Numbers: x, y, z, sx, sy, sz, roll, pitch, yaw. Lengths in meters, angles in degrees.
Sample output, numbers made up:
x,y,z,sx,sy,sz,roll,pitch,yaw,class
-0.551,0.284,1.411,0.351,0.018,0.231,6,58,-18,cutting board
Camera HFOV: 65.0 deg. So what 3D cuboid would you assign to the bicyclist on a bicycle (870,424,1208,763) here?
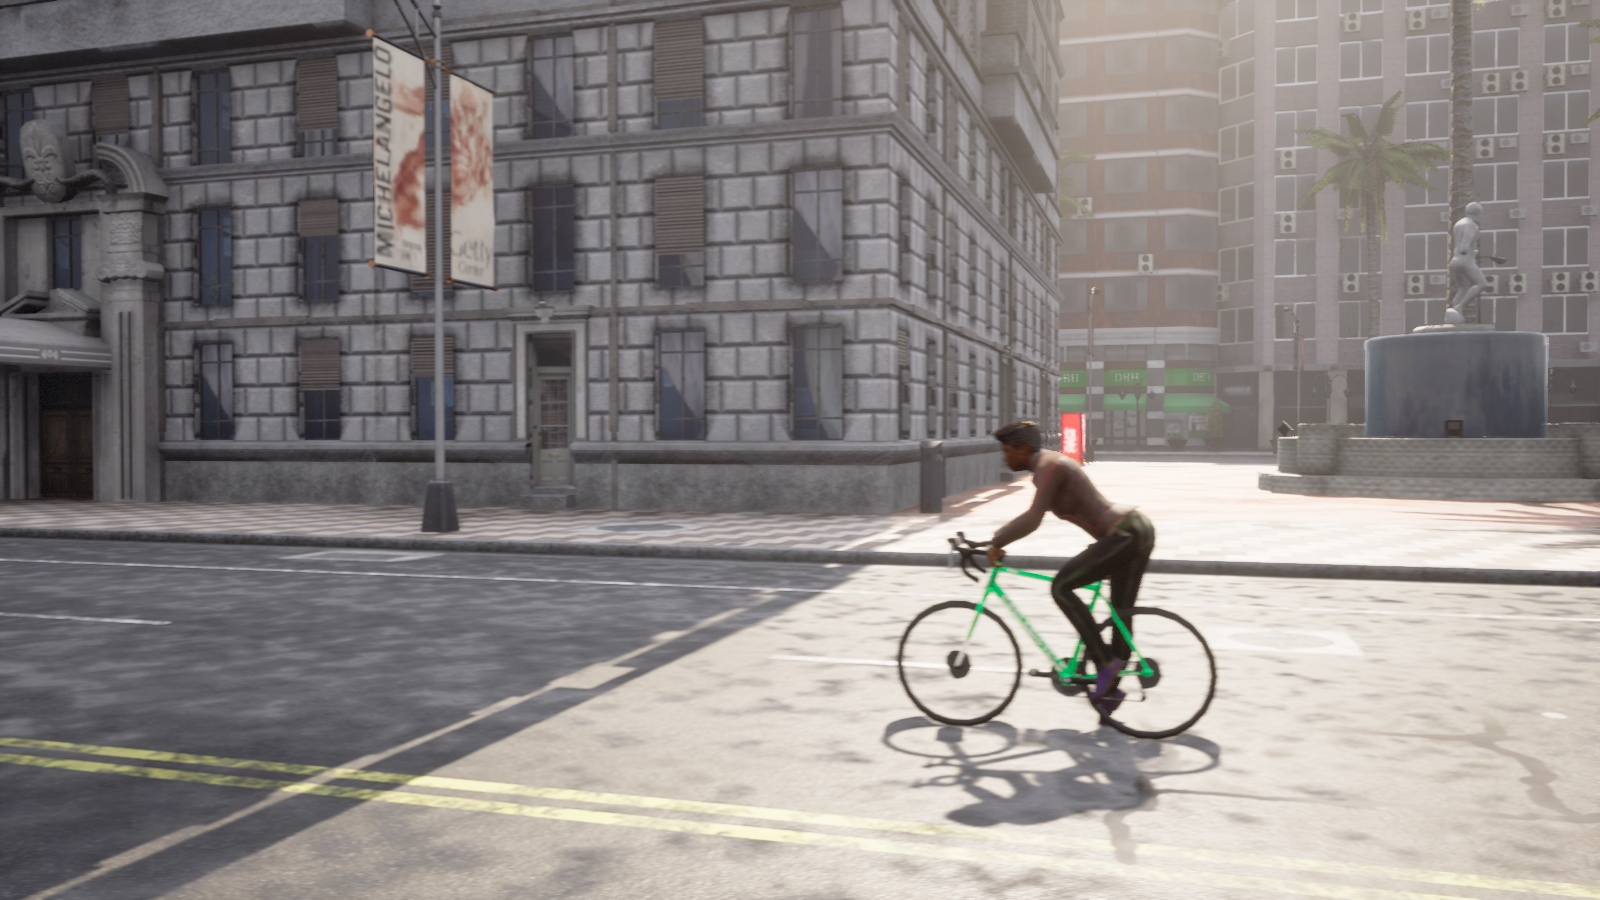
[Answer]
x,y,z,sx,sy,sz,roll,pitch,yaw,class
1.238,0.678,6.511,1.656,1.620,0.582,0,1,17,bicyclist on a bicycle
